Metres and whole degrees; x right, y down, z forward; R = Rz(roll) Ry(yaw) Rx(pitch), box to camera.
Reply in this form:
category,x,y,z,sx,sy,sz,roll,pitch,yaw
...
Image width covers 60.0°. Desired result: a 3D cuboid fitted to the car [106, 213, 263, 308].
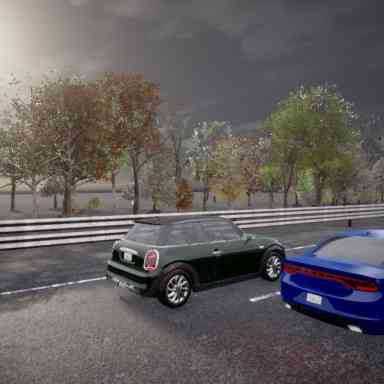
category,x,y,z,sx,sy,sz,roll,pitch,yaw
car,0.321,1.352,8.195,4.553,1.767,2.097,0,0,-39

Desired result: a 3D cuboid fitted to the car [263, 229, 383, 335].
category,x,y,z,sx,sy,sz,roll,pitch,yaw
car,3.878,1.477,6.509,5.008,1.535,1.882,0,0,-35
